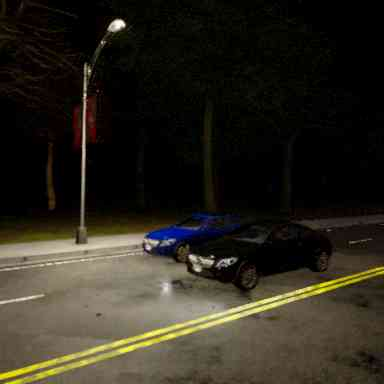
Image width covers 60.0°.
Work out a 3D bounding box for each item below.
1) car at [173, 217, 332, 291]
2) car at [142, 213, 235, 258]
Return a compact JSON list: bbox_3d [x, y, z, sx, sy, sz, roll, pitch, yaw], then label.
[{"bbox_3d":[2.013,1.524,9.155,4.674,1.442,1.812,0,0,-36],"label":"car"},{"bbox_3d":[0.487,1.527,12.062,4.674,1.442,1.812,0,0,-36],"label":"car"}]
